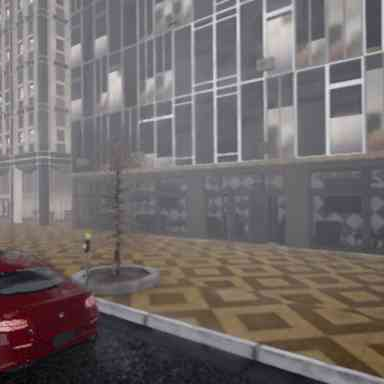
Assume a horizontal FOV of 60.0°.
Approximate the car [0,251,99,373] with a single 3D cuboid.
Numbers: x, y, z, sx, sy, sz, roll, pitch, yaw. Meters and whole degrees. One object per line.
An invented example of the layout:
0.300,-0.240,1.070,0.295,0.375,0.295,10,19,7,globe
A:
-3.211,1.593,5.175,4.206,1.307,1.802,0,-1,36,car
